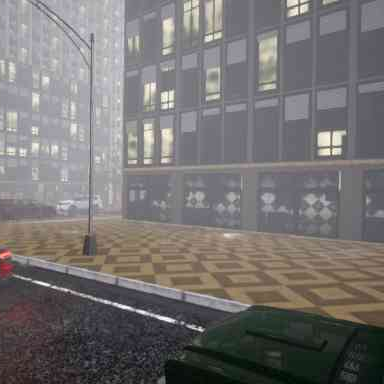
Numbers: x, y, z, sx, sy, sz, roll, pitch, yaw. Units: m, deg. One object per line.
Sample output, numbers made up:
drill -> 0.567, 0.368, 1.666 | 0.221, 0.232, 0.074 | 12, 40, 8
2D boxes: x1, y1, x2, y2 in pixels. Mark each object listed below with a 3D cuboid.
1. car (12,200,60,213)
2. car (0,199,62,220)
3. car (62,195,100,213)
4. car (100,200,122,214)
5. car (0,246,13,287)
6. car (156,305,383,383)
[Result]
car -> -18.347, 1.643, 39.312 | 1.752, 1.417, 4.829 | 1, 0, 36
car -> -14.831, 1.519, 29.944 | 2.192, 1.841, 5.009 | 1, 0, 36
car -> -13.781, 1.418, 41.130 | 2.150, 2.045, 5.566 | 1, 0, 36
car -> -8.052, 1.830, 39.169 | 1.752, 1.417, 4.829 | 1, 0, 36
car -> -6.093, 1.521, 7.998 | 4.674, 1.442, 1.812 | 0, 0, 35
car -> 2.016, 1.601, 2.248 | 4.718, 1.301, 1.895 | 0, 0, 35
